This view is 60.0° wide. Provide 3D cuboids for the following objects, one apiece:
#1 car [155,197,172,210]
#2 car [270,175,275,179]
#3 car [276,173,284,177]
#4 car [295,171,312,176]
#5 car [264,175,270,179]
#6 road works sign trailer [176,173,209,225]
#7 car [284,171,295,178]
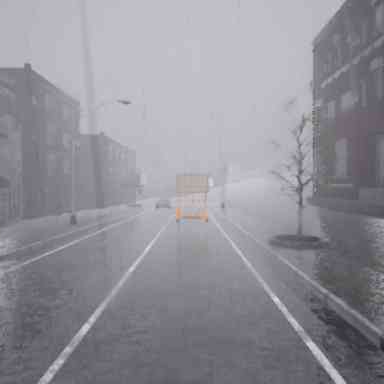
[{"bbox_3d":[-3.572,1.478,42.621,1.837,1.490,4.892,0,0,0],"label":"car"},{"bbox_3d":[22.119,-3.863,84.755,2.002,1.452,4.674,0,1,-2],"label":"car"},{"bbox_3d":[22.469,-3.799,79.218,2.097,1.535,5.008,0,1,-4],"label":"car"},{"bbox_3d":[23.554,-3.559,68.021,2.163,1.488,4.792,0,1,-6],"label":"car"},{"bbox_3d":[21.887,-4.001,90.297,2.231,1.521,4.892,0,1,-1],"label":"car"},{"bbox_3d":[0.044,0.449,24.138,2.380,3.560,2.880,0,0,1],"label":"road works sign trailer"},{"bbox_3d":[22.936,-3.821,73.712,2.185,1.767,4.553,0,1,-5],"label":"car"}]
